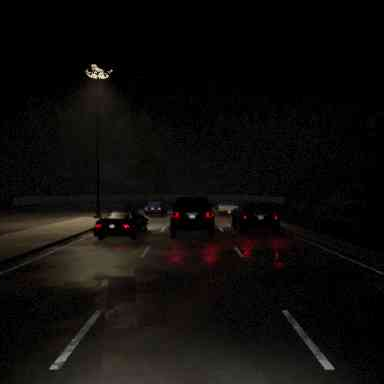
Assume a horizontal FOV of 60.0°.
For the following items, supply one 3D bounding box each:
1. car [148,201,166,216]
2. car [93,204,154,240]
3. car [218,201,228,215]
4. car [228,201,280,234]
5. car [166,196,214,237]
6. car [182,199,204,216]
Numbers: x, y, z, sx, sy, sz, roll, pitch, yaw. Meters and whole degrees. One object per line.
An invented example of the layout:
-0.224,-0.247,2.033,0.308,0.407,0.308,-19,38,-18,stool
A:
-3.427,1.548,32.079,2.033,1.411,5.357,0,0,2,car
-3.474,1.548,17.063,2.033,1.411,5.357,0,0,1,car
3.650,1.601,33.627,1.895,1.301,4.718,0,0,3,car
3.546,1.351,19.158,2.097,1.767,4.553,0,0,0,car
0.035,1.223,18.084,2.150,2.045,5.566,0,0,0,car
0.183,1.492,34.229,2.128,1.511,4.902,0,0,3,car
